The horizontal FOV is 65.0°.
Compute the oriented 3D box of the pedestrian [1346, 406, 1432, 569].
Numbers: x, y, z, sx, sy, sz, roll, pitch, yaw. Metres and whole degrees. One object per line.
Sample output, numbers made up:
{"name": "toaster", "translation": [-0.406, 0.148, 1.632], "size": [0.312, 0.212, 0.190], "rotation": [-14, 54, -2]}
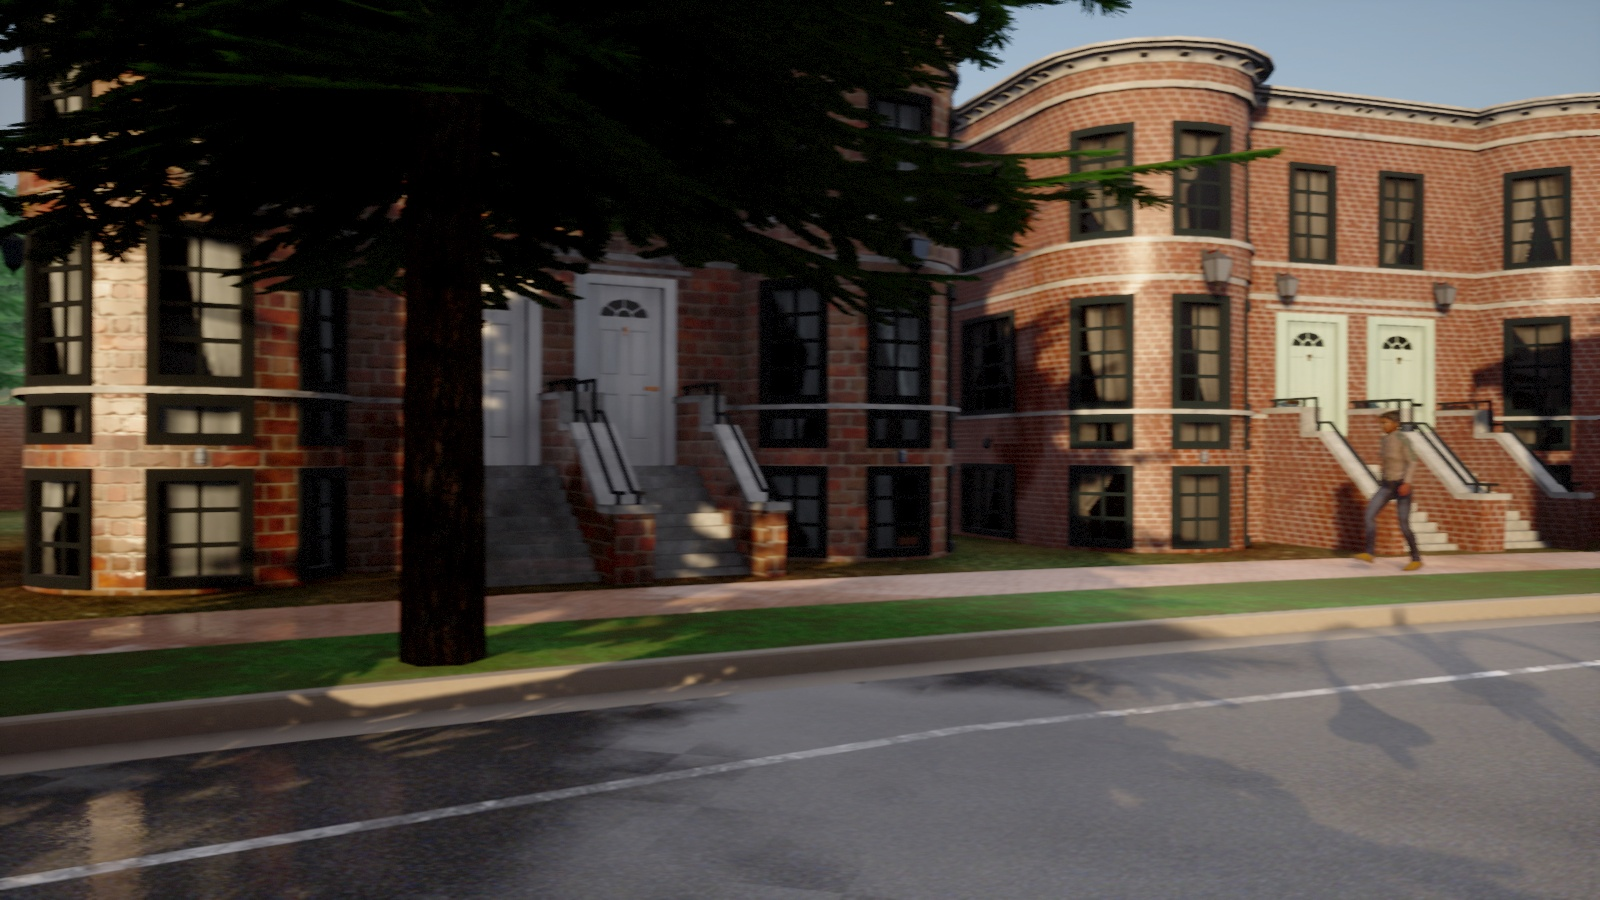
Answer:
{"name": "pedestrian", "translation": [6.645, 0.414, 14.167], "size": [0.869, 1.805, 0.328], "rotation": [0, 0, -16]}
